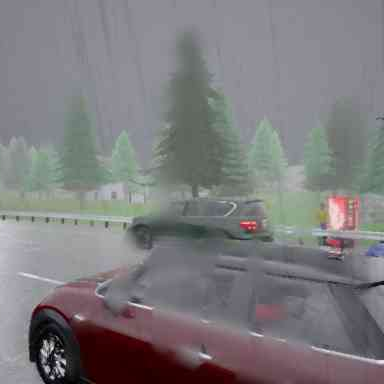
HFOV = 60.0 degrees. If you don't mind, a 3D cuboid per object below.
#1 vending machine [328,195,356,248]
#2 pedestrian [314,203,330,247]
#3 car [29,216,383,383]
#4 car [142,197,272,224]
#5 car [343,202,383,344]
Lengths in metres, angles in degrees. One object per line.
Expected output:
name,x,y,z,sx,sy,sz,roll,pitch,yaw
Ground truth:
vending machine,6.362,1.194,14.062,0.880,2.100,1.100,0,0,35
pedestrian,5.437,1.292,13.873,0.375,1.860,0.375,0,0,35
car,0.166,1.352,3.774,4.553,1.767,2.097,0,0,35
car,0.179,1.216,12.302,5.566,2.045,2.150,0,0,33
car,5.284,1.219,4.505,5.566,2.045,2.150,0,0,36
